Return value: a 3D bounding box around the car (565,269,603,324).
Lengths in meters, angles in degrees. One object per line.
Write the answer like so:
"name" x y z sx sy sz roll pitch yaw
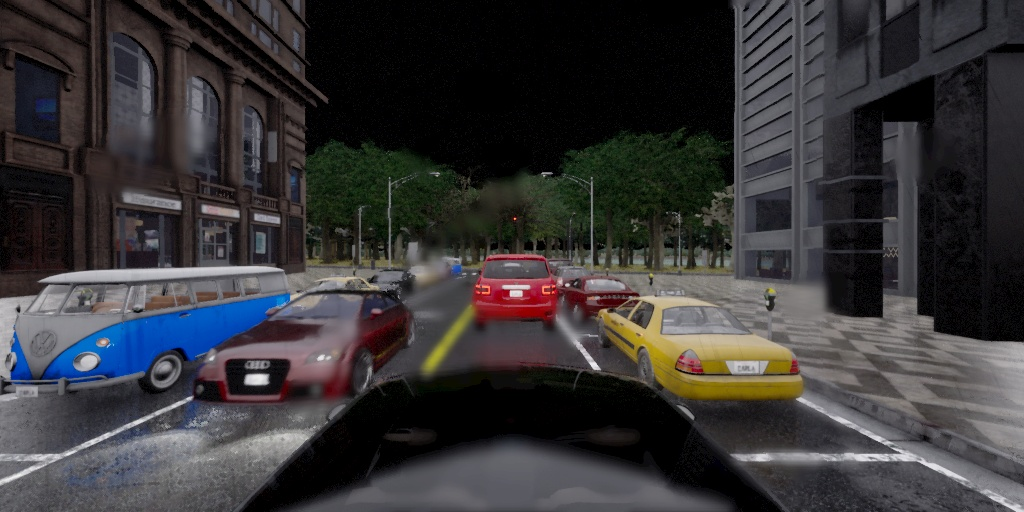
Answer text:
"car" 2.764 1.295 11.795 1.888 1.381 4.507 0 0 0

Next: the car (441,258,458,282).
"car" -5.758 1.193 28.109 1.967 1.591 4.097 0 0 0

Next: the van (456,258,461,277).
"van" -5.756 1.096 33.547 1.690 1.789 3.998 0 0 0

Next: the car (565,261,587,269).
"car" 2.765 1.191 17.232 1.967 1.591 4.097 0 0 0

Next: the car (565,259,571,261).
"car" 2.766 1.067 22.670 2.192 1.841 5.009 0 0 0

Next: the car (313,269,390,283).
"car" -5.761 1.276 11.627 1.751 1.417 4.829 0 0 0

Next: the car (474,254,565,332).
"car" 0.105 0.972 11.053 2.150 2.045 5.566 0 0 0

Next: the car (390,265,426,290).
"car" -5.760 1.317 17.234 1.948 1.339 4.313 0 0 0

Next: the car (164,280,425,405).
"car" -3.099 1.314 6.345 1.994 1.385 4.181 0 0 0

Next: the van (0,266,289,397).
"van" -5.762 1.091 6.360 1.690 1.789 3.998 0 0 0

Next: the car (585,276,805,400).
"car" 2.763 1.275 6.527 1.751 1.417 4.829 0 0 0

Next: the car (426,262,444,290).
"car" -5.759 1.277 22.502 1.751 1.417 4.829 0 0 0
